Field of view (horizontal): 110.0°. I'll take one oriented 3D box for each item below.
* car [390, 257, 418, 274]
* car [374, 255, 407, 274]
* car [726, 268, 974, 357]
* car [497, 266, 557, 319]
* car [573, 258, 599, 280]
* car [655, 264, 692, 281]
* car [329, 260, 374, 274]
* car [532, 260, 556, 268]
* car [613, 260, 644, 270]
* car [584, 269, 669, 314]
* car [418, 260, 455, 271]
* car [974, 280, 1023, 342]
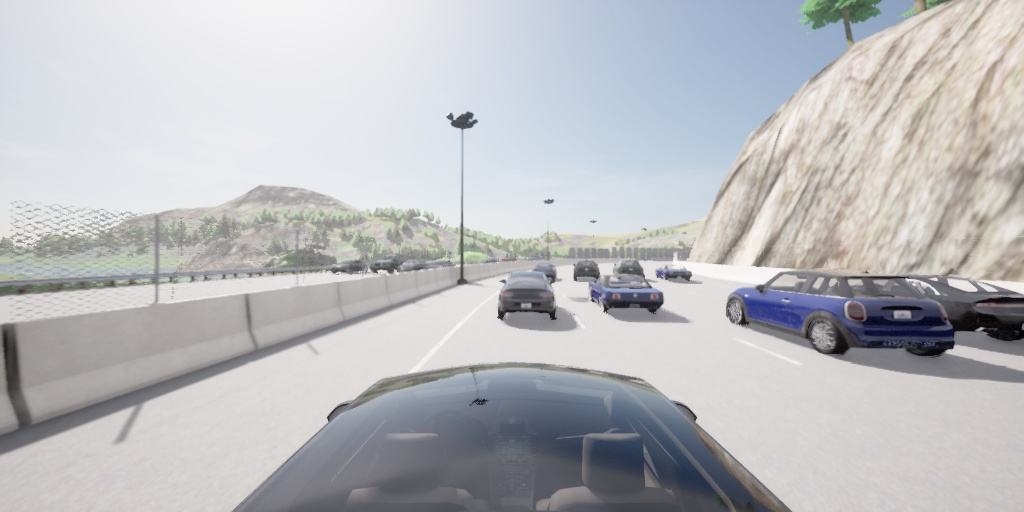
[{"bbox_3d":[-10.346,1.152,37.792,2.128,1.511,4.902,0,0,11],"label":"car"},{"bbox_3d":[-13.482,0.872,39.988,2.150,2.045,5.566,0,0,12],"label":"car"},{"bbox_3d":[7.359,1.111,8.805,2.097,1.767,4.553,0,0,2],"label":"car"},{"bbox_3d":[0.552,1.259,12.601,1.812,1.442,4.674,0,0,4],"label":"car"},{"bbox_3d":[6.273,1.071,30.462,2.097,1.767,4.553,0,0,10],"label":"car"},{"bbox_3d":[13.197,1.341,29.622,1.895,1.301,4.718,0,0,10],"label":"car"},{"bbox_3d":[-17.352,1.145,38.411,1.837,1.490,4.892,0,0,11],"label":"car"},{"bbox_3d":[2.844,1.273,31.121,1.994,1.385,4.181,0,0,10],"label":"car"},{"bbox_3d":[9.863,1.081,30.661,2.097,1.767,4.553,0,0,10],"label":"car"},{"bbox_3d":[4.144,1.342,13.831,1.895,1.301,4.718,0,0,4],"label":"car"},{"bbox_3d":[-7.176,1.180,35.759,1.837,1.490,4.892,0,0,11],"label":"car"},{"bbox_3d":[10.913,1.258,9.884,2.128,1.511,4.902,0,0,3],"label":"car"}]
